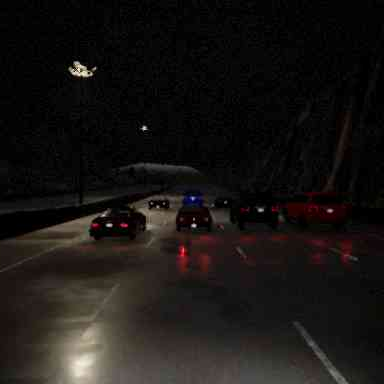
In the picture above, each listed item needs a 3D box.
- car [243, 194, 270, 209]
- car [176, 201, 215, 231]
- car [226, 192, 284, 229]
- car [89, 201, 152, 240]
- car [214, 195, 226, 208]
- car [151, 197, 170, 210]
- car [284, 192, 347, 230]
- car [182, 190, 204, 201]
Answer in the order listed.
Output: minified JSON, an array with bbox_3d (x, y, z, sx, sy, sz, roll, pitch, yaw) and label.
[{"bbox_3d":[7.102,0.997,37.075,2.128,1.511,4.902,0,1,0],"label":"car"},{"bbox_3d":[0.101,1.405,19.285,1.895,1.301,4.718,0,1,0],"label":"car"},{"bbox_3d":[3.601,1.015,20.103,2.150,2.045,5.566,0,1,0],"label":"car"},{"bbox_3d":[-3.399,1.393,16.164,2.033,1.411,5.357,0,1,0],"label":"car"},{"bbox_3d":[3.602,1.056,37.758,1.994,1.385,4.181,0,1,0],"label":"car"},{"bbox_3d":[-3.398,1.140,35.396,1.895,1.301,4.718,0,1,0],"label":"car"},{"bbox_3d":[7.101,1.019,19.780,2.150,2.045,5.566,0,1,0],"label":"car"},{"bbox_3d":[0.102,0.740,36.413,2.150,2.045,5.566,0,1,0],"label":"car"}]
